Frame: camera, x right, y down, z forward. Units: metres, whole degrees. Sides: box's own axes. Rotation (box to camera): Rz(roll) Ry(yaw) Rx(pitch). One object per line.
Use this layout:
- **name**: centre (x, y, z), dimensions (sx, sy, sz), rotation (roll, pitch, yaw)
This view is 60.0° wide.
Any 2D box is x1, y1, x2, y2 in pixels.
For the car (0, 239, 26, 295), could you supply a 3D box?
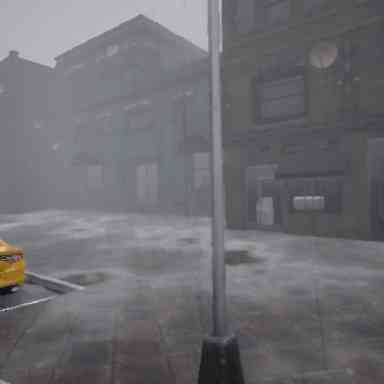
- **car**: centre (-5.755, 1.511, 7.617), dimensions (5.008, 1.535, 2.097), rotation (0, 0, 37)
